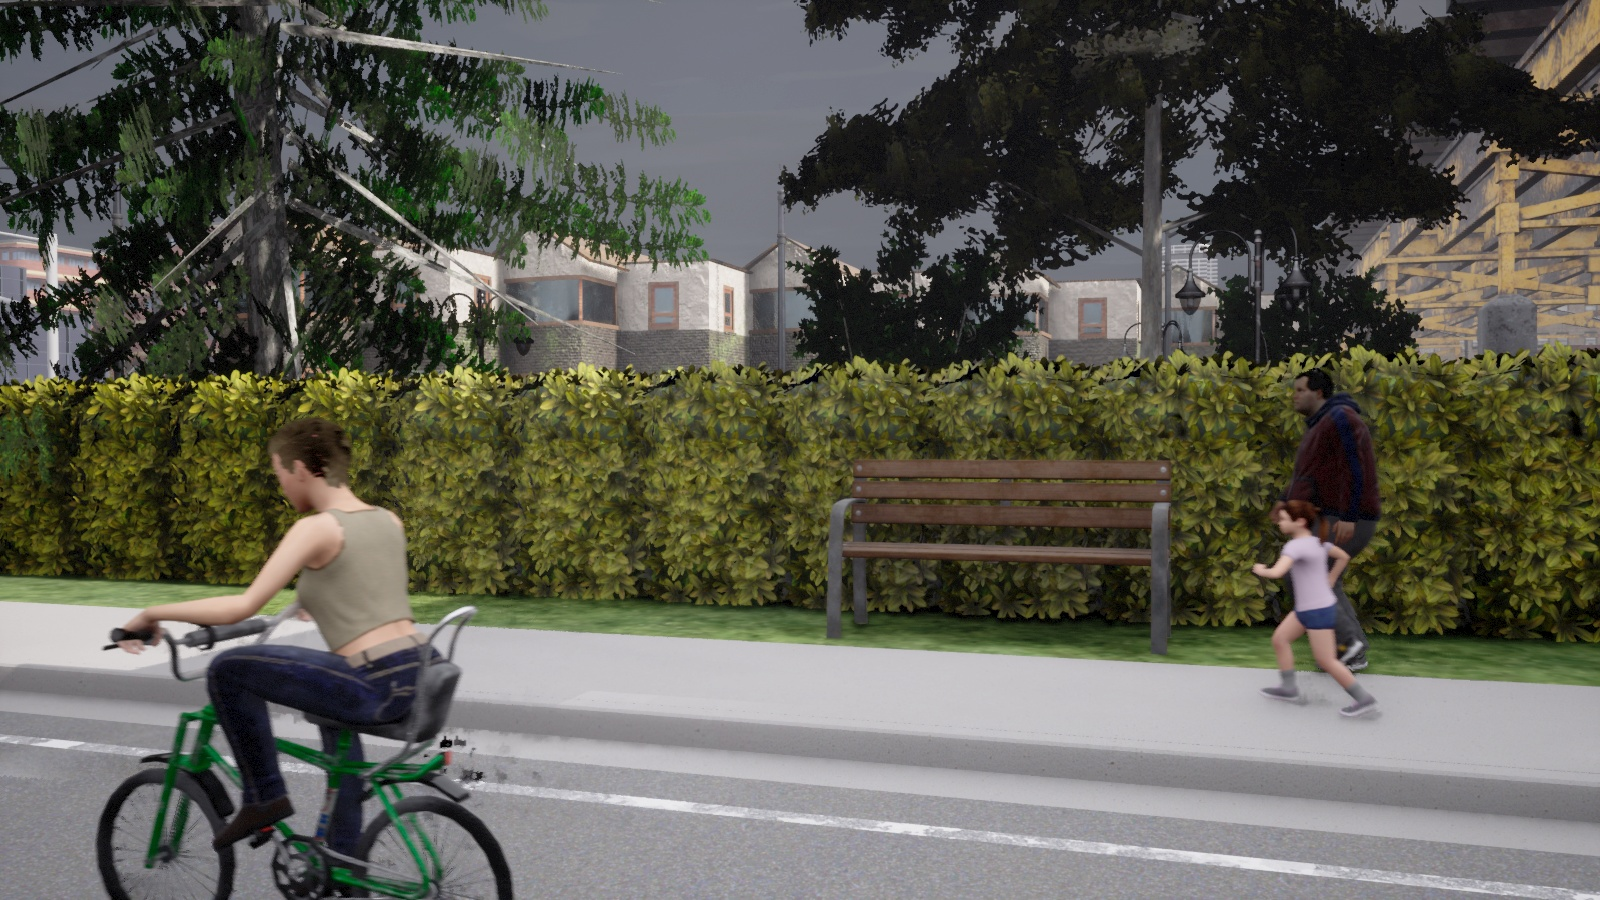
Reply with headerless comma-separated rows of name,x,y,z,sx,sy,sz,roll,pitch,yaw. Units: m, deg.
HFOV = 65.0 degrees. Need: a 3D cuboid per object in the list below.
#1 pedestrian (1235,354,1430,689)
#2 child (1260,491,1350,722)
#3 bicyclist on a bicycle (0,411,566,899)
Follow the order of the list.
pedestrian,3.059,0.386,7.289,0.899,1.844,0.634,0,1,10
child,2.541,0.771,6.318,0.394,1.110,0.255,1,1,25
bicyclist on a bicycle,-1.582,0.697,3.734,1.509,1.612,0.866,1,1,18
